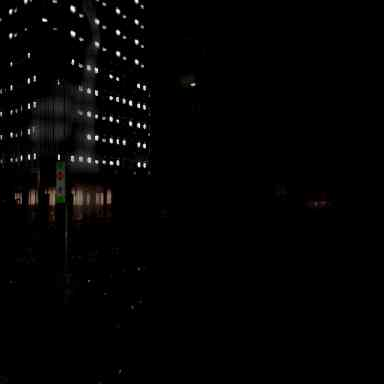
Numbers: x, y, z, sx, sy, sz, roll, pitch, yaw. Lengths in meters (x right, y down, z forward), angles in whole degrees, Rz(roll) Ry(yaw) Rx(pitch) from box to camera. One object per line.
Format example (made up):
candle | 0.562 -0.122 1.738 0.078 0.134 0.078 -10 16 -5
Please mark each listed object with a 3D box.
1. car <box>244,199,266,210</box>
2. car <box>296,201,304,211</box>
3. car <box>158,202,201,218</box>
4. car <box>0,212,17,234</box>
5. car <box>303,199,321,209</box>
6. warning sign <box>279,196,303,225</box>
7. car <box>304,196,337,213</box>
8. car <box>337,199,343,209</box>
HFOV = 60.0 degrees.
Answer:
car | 9.384 1.830 49.456 2.128 1.511 4.902 0 -1 33
car | 14.128 1.900 44.679 1.895 1.301 4.718 0 -1 33
car | -1.152 1.768 33.808 2.033 1.411 5.357 0 -1 34
car | -12.305 1.573 18.077 1.882 1.535 5.008 0 -1 39
car | 19.143 1.879 52.743 1.812 1.442 4.674 0 0 31
warning sign | 6.826 1.251 22.955 1.300 1.860 1.060 0 0 34
car | 16.412 1.501 42.237 2.150 2.045 5.566 0 -1 34
car | 21.921 1.816 51.057 1.882 1.535 5.008 0 0 31
